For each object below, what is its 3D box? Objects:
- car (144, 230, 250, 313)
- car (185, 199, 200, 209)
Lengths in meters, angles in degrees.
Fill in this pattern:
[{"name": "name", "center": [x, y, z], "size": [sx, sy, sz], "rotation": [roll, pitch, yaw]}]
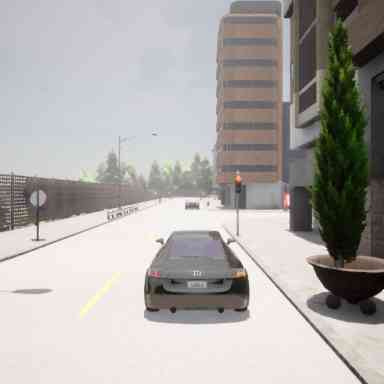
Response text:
[{"name": "car", "center": [0.085, 1.564, 7.730], "size": [1.994, 1.385, 4.181], "rotation": [0, 0, 0]}, {"name": "car", "center": [0.028, 1.599, 43.873], "size": [1.895, 1.301, 4.718], "rotation": [0, 0, -1]}]
